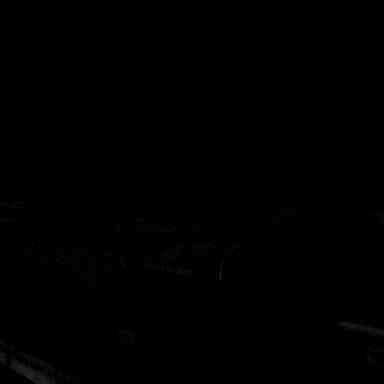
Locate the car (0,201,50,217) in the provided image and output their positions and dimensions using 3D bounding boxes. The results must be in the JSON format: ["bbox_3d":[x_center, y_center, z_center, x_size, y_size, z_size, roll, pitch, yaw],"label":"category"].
[{"bbox_3d":[-17.232,1.746,34.834,2.002,1.452,4.674,-1,0,36],"label":"car"}]

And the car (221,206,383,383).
[{"bbox_3d":[2.885,1.227,4.421,2.435,2.045,5.566,0,0,36],"label":"car"}]

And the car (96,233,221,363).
[{"bbox_3d":[0.586,1.488,6.021,2.231,1.521,4.892,0,0,36],"label":"car"}]

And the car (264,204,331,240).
[{"bbox_3d":[5.941,1.499,18.271,2.097,1.535,5.008,0,0,36],"label":"car"}]
